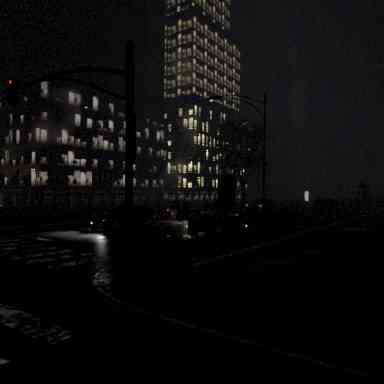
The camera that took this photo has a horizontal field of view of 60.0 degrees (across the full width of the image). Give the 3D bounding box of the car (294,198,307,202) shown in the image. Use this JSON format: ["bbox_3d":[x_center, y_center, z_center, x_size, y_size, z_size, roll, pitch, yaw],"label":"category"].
[{"bbox_3d":[18.253,1.726,56.023,1.752,1.417,4.829,1,0,36],"label":"car"}]

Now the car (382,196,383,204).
[{"bbox_3d":[41.592,1.783,73.502,2.192,1.841,5.009,1,0,36],"label":"car"}]

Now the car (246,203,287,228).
[{"bbox_3d":[4.775,1.736,23.465,1.947,1.339,4.313,1,0,36],"label":"car"}]

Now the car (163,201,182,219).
[{"bbox_3d":[-1.541,1.480,29.450,1.967,1.590,4.097,1,0,36],"label":"car"}]

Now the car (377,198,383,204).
[{"bbox_3d":[44.888,2.047,77.967,2.008,1.369,4.403,1,0,36],"label":"car"}]

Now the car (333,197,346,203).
[{"bbox_3d":[34.748,1.861,78.344,1.752,1.417,4.829,1,0,36],"label":"car"}]

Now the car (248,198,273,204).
[{"bbox_3d":[7.744,1.492,37.413,2.097,1.767,4.553,1,0,37],"label":"car"}]

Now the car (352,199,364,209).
[{"bbox_3d":[25.096,1.773,51.180,1.967,1.590,4.097,1,0,36],"label":"car"}]

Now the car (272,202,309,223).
[{"bbox_3d":[8.031,1.778,27.873,1.802,1.307,4.206,1,0,36],"label":"car"}]

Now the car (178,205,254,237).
[{"bbox_3d":[1.517,1.696,19.056,2.008,1.369,4.403,1,0,36],"label":"car"}]

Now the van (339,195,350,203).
[{"bbox_3d":[38.150,1.705,82.945,1.690,1.788,3.998,1,0,36],"label":"van"}]

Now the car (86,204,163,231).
[{"bbox_3d":[-4.337,1.548,21.088,1.837,1.490,4.892,1,0,36],"label":"car"}]

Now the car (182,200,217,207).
[{"bbox_3d":[1.659,1.568,29.198,1.882,1.535,5.008,1,0,36],"label":"car"}]

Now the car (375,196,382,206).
[{"bbox_3d":[35.093,1.940,64.710,1.752,1.417,4.829,1,0,36],"label":"car"}]

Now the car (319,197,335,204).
[{"bbox_3d":[28.251,1.848,69.552,1.947,1.339,4.313,1,0,36],"label":"car"}]

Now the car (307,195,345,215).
[{"bbox_3d":[15.269,1.569,37.738,2.192,1.841,5.009,1,0,36],"label":"car"}]

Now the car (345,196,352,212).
[{"bbox_3d":[18.540,1.720,42.223,1.967,1.590,4.097,1,0,36],"label":"car"}]
